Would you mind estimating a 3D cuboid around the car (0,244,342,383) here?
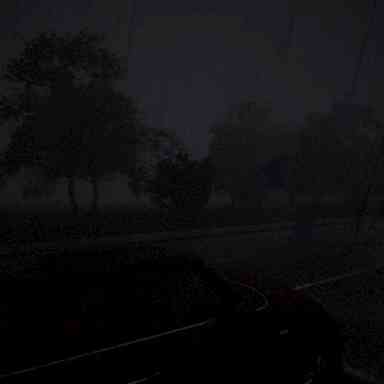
[{"bbox_3d":[-0.477,1.353,3.408,4.553,1.767,2.097,0,0,-35],"label":"car"}]
